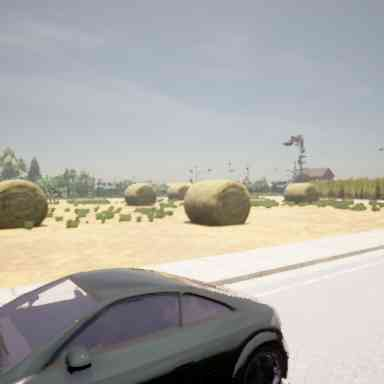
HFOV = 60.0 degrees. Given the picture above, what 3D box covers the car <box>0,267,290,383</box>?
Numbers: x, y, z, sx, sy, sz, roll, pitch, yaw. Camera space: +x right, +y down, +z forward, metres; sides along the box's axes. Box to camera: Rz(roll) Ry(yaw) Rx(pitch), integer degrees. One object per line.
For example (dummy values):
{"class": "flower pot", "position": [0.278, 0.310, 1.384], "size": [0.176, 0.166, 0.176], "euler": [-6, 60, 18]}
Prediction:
{"class": "car", "position": [-0.971, 1.553, 3.290], "size": [4.181, 1.385, 1.994], "euler": [-1, 1, -36]}
